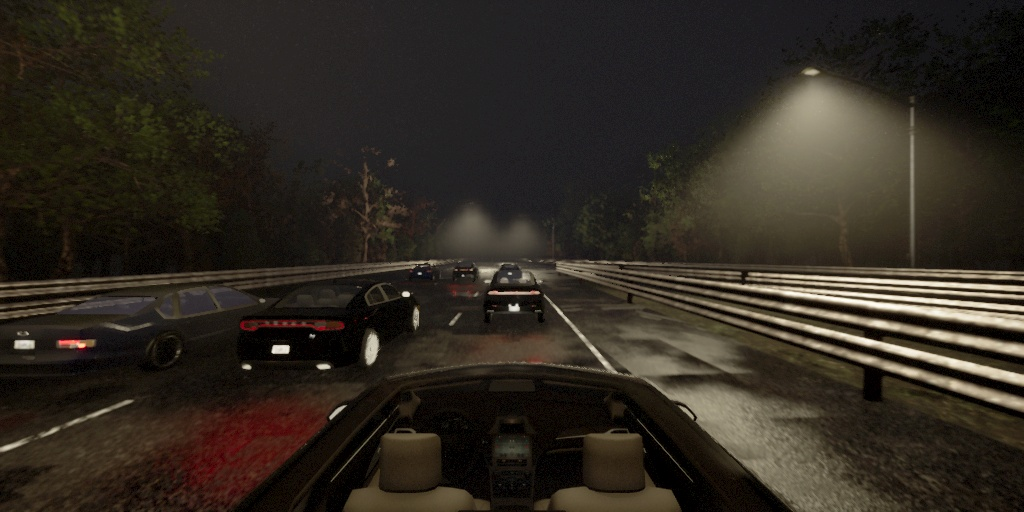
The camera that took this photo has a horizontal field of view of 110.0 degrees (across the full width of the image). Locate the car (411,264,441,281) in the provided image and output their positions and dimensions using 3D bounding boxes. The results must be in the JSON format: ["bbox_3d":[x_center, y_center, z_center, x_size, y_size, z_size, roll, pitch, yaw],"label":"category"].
[{"bbox_3d":[-7.191,1.322,29.808,1.994,1.385,4.181,0,0,-1],"label":"car"}]

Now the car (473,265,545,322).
[{"bbox_3d":[0.046,1.240,12.302,2.128,1.511,4.902,0,0,0],"label":"car"}]

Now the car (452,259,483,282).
[{"bbox_3d":[-3.677,1.247,29.045,2.128,1.511,4.902,0,0,-1],"label":"car"}]

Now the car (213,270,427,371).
[{"bbox_3d":[-3.426,1.227,7.768,1.882,1.535,5.008,0,0,0],"label":"car"}]

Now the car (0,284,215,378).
[{"bbox_3d":[-6.920,1.298,7.590,2.033,1.411,5.357,0,0,0],"label":"car"}]
